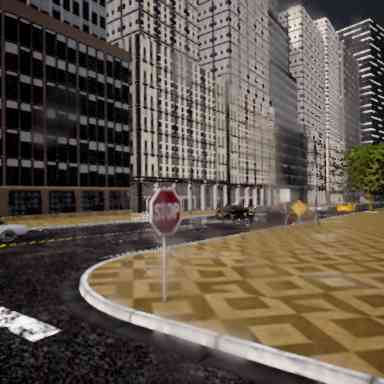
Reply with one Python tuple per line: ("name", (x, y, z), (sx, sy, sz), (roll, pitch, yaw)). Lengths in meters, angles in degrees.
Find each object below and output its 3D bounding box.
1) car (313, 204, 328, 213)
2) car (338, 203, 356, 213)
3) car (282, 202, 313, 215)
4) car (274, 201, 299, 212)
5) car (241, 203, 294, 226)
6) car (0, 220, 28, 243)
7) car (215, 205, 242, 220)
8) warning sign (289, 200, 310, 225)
("car", (19.883, 2.601, 52.148), (1.895, 1.301, 4.718), (-1, -2, 36))
("car", (24.722, 2.476, 53.096), (1.882, 1.535, 5.008), (-1, -2, 36))
("car", (13.841, 2.338, 43.810), (1.837, 1.490, 4.892), (-1, -2, 37))
("car", (14.287, 2.173, 50.011), (1.882, 1.535, 5.008), (-1, -2, 36))
("car", (6.501, 1.992, 28.170), (2.128, 1.511, 4.902), (-1, -2, 36))
("car", (-10.674, 1.895, 16.030), (1.895, 1.301, 4.718), (-2, -2, 36))
("car", (4.427, 2.189, 36.674), (1.882, 1.535, 5.008), (-1, -2, 36))
("warning sign", (8.470, 1.558, 26.190), (1.300, 1.860, 1.060), (0, 0, 36))
